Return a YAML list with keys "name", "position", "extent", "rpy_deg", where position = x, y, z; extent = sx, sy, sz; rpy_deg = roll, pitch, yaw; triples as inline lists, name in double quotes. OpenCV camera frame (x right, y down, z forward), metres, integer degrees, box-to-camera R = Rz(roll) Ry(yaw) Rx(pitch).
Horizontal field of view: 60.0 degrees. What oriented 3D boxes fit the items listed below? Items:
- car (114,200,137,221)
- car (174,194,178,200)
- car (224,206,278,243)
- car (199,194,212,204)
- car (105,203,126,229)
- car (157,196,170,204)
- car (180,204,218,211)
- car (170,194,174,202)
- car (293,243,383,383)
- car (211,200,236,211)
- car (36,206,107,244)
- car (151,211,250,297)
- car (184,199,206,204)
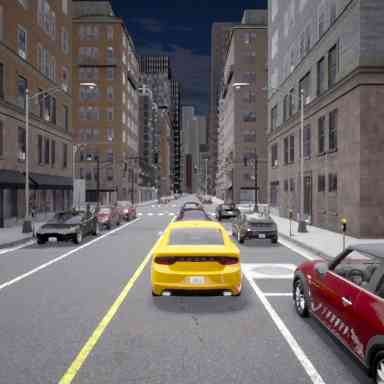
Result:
- name: "car"
  position: [-5.683, 1.444, 26.724]
  extent: [1.967, 1.590, 4.097]
  rpy_deg: [0, 0, 0]
- name: "car"
  position: [-5.628, 1.639, 90.699]
  extent: [1.752, 1.417, 4.829]
  rpy_deg: [0, 0, 0]
- name: "car"
  position: [2.848, 1.552, 15.725]
  extent: [2.008, 1.369, 4.403]
  rpy_deg: [0, 0, 0]
- name: "car"
  position: [2.860, 1.485, 63.818]
  extent: [1.967, 1.590, 4.097]
  rpy_deg: [0, 0, 0]
- name: "car"
  position: [-5.680, 1.584, 21.222]
  extent: [1.802, 1.307, 4.206]
  rpy_deg: [0, 0, 0]
- name: "car"
  position: [-5.665, 1.627, 63.827]
  extent: [1.802, 1.307, 4.206]
  rpy_deg: [0, 0, 0]
- name: "car"
  position: [0.098, 1.566, 17.643]
  extent: [1.994, 1.385, 4.181]
  rpy_deg: [0, 0, -1]
- name: "car"
  position: [-5.650, 1.617, 74.644]
  extent: [2.008, 1.369, 4.403]
  rpy_deg: [0, 0, 0]
- name: "car"
  position: [2.853, 1.440, 4.722]
  extent: [1.967, 1.590, 4.097]
  rpy_deg: [0, 0, 0]
- name: "car"
  position: [2.843, 1.570, 26.727]
  extent: [1.947, 1.339, 4.313]
  rpy_deg: [0, 0, 0]
- name: "car"
  position: [-5.677, 1.567, 15.721]
  extent: [1.947, 1.339, 4.313]
  rpy_deg: [0, 0, 0]
- name: "car"
  position: [0.090, 1.478, 8.649]
  extent: [1.882, 1.535, 5.008]
  rpy_deg: [0, 0, 0]
- name: "car"
  position: [-0.013, 1.529, 26.454]
  extent: [1.812, 1.442, 4.674]
  rpy_deg: [0, 0, 1]
